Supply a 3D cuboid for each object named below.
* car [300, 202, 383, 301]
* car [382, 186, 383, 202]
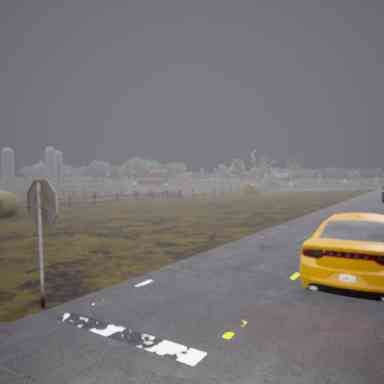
[{"bbox_3d":[3.944,1.217,7.672,1.882,1.535,5.008,0,2,33],"label":"car"},{"bbox_3d":[20.067,-0.005,32.757,2.150,2.045,5.566,0,2,33],"label":"car"}]
